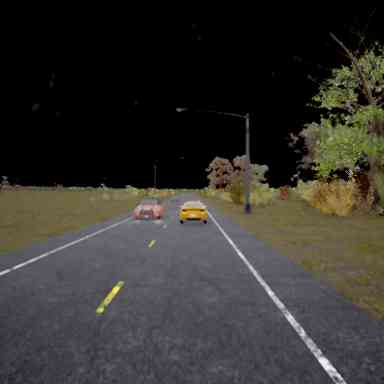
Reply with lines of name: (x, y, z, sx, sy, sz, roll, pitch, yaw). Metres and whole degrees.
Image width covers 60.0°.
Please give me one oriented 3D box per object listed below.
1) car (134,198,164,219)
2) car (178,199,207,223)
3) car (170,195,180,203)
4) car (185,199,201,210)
car: (-3.596, 1.353, 28.548, 2.097, 1.767, 4.553, 0, 0, 0)
car: (0.102, 1.478, 25.567, 1.882, 1.535, 5.008, 0, 0, 0)
car: (-3.500, 1.471, 69.647, 1.837, 1.490, 4.892, 0, 0, 0)
car: (0.100, 1.602, 42.956, 1.895, 1.301, 4.718, 0, 0, 0)
